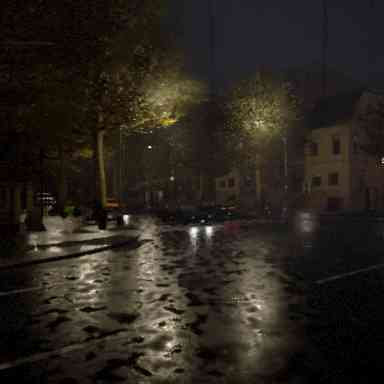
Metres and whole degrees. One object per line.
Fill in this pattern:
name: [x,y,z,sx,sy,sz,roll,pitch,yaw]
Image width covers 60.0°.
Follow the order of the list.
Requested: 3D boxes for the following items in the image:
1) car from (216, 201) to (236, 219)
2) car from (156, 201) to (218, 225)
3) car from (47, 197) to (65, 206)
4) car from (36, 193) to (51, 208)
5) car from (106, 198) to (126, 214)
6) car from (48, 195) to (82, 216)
car: [1.476,1.468,27.503,2.128,1.511,4.902,0,0,-36]
car: [-0.732,1.530,24.045,2.033,1.411,5.357,0,0,-33]
car: [-22.714,1.545,55.410,1.994,1.385,4.181,0,0,-35]
car: [-21.566,1.214,48.562,2.435,2.045,5.566,0,0,-35]
car: [-8.720,1.460,35.539,1.882,1.535,5.008,0,1,-35]
car: [-13.736,1.467,36.504,2.231,1.521,4.892,0,0,-35]
